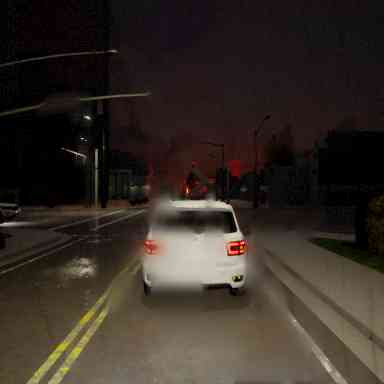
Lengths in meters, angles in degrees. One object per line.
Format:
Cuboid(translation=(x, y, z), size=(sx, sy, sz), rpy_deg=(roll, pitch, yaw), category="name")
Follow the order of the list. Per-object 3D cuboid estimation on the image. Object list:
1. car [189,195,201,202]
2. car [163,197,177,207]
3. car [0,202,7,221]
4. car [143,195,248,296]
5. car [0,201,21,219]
Cuboid(translation=(0.852, 1.465, 78.667), size=(1.882, 1.535, 5.008), rpy_deg=(0, 0, 12), category="car")
Cuboid(translation=(-3.521, 1.564, 52.941), size=(1.994, 1.385, 4.181), rpy_deg=(0, 0, 0), category="car")
Cuboid(translation=(-16.215, 1.667, 24.044), size=(4.181, 1.385, 1.994), rpy_deg=(-1, 0, 0), category="car")
Cuboid(translation=(0.081, 1.221, 8.796), size=(2.150, 2.045, 5.566), rpy_deg=(0, 0, 0), category="car")
Cuboid(translation=(-17.293, 1.339, 27.540), size=(5.566, 2.045, 2.150), rpy_deg=(-1, 0, 0), category="car")
